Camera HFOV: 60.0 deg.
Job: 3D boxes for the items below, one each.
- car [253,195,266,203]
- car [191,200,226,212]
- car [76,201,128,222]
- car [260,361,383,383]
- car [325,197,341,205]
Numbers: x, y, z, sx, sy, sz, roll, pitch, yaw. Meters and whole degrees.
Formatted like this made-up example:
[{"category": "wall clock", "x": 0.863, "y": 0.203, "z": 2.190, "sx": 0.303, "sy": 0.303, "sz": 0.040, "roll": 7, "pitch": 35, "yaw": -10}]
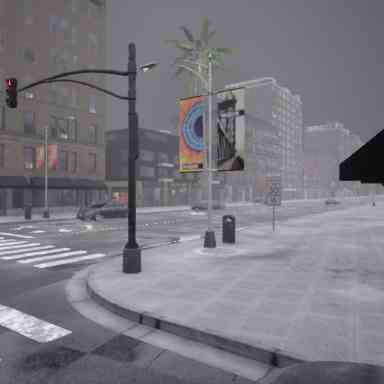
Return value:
[{"category": "car", "x": 11.265, "y": 1.099, "z": 52.167, "sx": 2.097, "sy": 1.767, "sz": 4.553, "roll": 0, "pitch": 0, "yaw": 35}, {"category": "car", "x": 2.071, "y": 1.598, "z": 39.261, "sx": 2.033, "sy": 1.411, "sz": 5.357, "roll": 0, "pitch": 0, "yaw": 35}, {"category": "car", "x": -6.859, "y": 1.526, "z": 26.571, "sx": 1.837, "sy": 1.490, "sz": 4.892, "roll": 0, "pitch": 0, "yaw": 35}, {"category": "car", "x": 2.171, "y": 1.551, "z": 1.302, "sx": 4.403, "sy": 1.369, "sz": 2.008, "roll": 0, "pitch": 0, "yaw": 35}, {"category": "car", "x": 26.315, "y": 1.711, "z": 62.095, "sx": 1.994, "sy": 1.385, "sz": 4.181, "roll": 0, "pitch": 0, "yaw": 35}]
